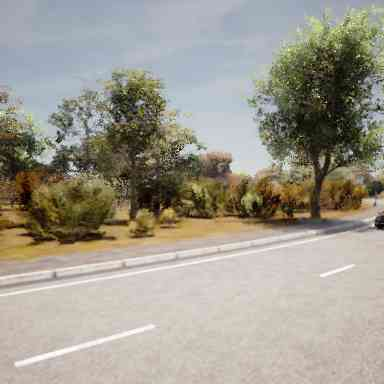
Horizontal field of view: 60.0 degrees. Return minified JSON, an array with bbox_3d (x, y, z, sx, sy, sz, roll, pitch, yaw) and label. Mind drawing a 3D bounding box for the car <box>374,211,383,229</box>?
[{"bbox_3d":[13.023,1.518,20.778,2.033,1.411,5.357,0,0,42],"label":"car"}]
